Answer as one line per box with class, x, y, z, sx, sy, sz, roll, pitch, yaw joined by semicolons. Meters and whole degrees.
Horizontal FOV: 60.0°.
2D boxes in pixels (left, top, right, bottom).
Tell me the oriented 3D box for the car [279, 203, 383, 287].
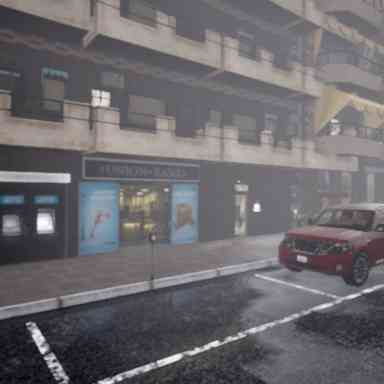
car;4.687;1.273;9.432;5.009;1.841;2.192;0;1;-36
